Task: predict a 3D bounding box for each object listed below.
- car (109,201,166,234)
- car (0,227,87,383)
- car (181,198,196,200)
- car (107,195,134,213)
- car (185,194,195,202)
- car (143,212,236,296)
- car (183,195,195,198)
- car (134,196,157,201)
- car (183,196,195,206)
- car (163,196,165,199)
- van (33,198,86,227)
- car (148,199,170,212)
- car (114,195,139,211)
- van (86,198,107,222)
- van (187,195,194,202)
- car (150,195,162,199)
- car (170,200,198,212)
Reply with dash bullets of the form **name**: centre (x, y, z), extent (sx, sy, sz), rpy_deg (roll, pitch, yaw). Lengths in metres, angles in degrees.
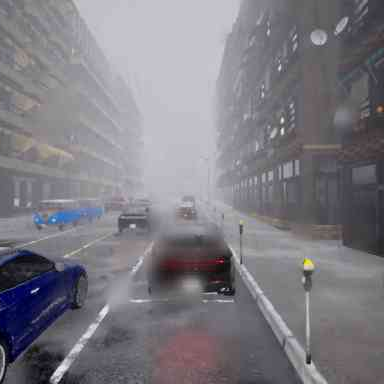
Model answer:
- **car**: centre (-2.975, 1.507, 19.260), extent (2.128, 1.511, 4.902), rpy_deg (0, 0, 1)
- **car**: centre (-3.020, 1.528, 4.831), extent (1.812, 1.442, 4.674), rpy_deg (0, 0, 0)
- **car**: centre (-0.437, 1.582, 31.754), extent (1.887, 1.381, 4.507), rpy_deg (1, 0, 0)
- **car**: centre (-8.312, 1.365, 37.346), extent (2.192, 1.841, 5.009), rpy_deg (1, 0, 0)
- **car**: centre (-0.470, 1.521, 81.536), extent (2.192, 1.841, 5.009), rpy_deg (1, 0, 0)
- **car**: centre (0.000, 1.509, 8.653), extent (1.837, 1.490, 4.892), rpy_deg (0, 0, 0)
- **car**: centre (-0.428, 1.490, 37.286), extent (1.967, 1.590, 4.097), rpy_deg (1, 0, 0)
- **car**: centre (-5.827, 1.536, 40.892), extent (1.882, 1.535, 5.008), rpy_deg (0, -1, 0)
- **car**: centre (-0.471, 1.553, 59.411), extent (1.967, 1.590, 4.097), rpy_deg (1, 0, 0)
- **car**: centre (-8.323, 1.846, 92.652), extent (1.802, 1.307, 4.206), rpy_deg (1, 0, 0)
- **van**: centre (-8.312, 1.358, 20.753), extent (1.690, 1.788, 3.998), rpy_deg (2, 0, 0)
- **car**: centre (-2.981, 1.643, 33.639), extent (1.895, 1.301, 4.718), rpy_deg (0, 0, 1)
- **car**: centre (-8.312, 1.378, 42.876), extent (2.192, 1.841, 5.009), rpy_deg (1, 0, 0)
- **van**: centre (-8.313, 1.368, 26.285), extent (1.690, 1.788, 3.998), rpy_deg (1, 0, 0)
- **van**: centre (-0.471, 1.575, 87.068), extent (1.690, 1.788, 3.998), rpy_deg (1, 0, 0)
- **car**: centre (-8.315, 1.470, 70.528), extent (2.192, 1.841, 5.009), rpy_deg (1, 0, 0)
- **car**: centre (-0.437, 1.571, 26.224), extent (1.887, 1.381, 4.507), rpy_deg (1, 0, 0)
